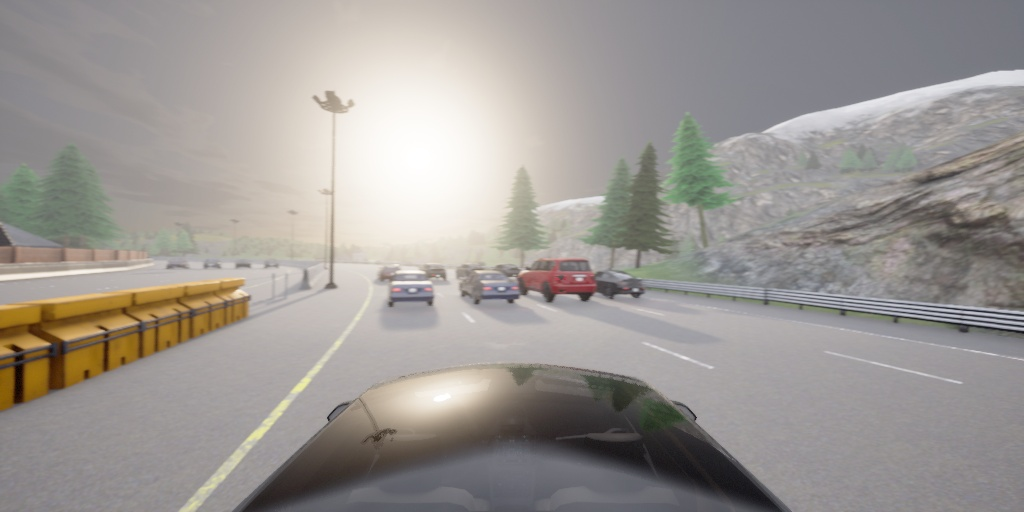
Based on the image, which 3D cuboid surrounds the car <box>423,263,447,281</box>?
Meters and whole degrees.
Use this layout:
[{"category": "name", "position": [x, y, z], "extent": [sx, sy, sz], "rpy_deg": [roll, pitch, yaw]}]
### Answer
[{"category": "car", "position": [-7.133, 1.392, 32.021], "extent": [1.837, 1.490, 4.892], "rpy_deg": [1, 0, -24]}]

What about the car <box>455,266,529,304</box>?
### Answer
[{"category": "car", "position": [-1.233, 1.395, 17.012], "extent": [2.033, 1.411, 5.357], "rpy_deg": [1, 0, -19]}]

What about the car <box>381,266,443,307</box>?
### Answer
[{"category": "car", "position": [-4.548, 1.345, 15.891], "extent": [2.033, 1.411, 5.357], "rpy_deg": [1, 0, -19]}]

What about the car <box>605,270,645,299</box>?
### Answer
[{"category": "car", "position": [5.267, 1.475, 19.629], "extent": [1.812, 1.442, 4.674], "rpy_deg": [1, 0, -19]}]

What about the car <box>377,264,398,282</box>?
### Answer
[{"category": "car", "position": [-10.325, 1.398, 30.580], "extent": [1.994, 1.385, 4.181], "rpy_deg": [1, 0, -24]}]

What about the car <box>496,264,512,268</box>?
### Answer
[{"category": "car", "position": [-0.742, 1.494, 34.874], "extent": [1.837, 1.490, 4.892], "rpy_deg": [1, 0, -24]}]

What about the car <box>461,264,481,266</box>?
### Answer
[{"category": "car", "position": [-3.938, 1.443, 33.448], "extent": [1.837, 1.490, 4.892], "rpy_deg": [1, 0, -24]}]

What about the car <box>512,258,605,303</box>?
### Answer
[{"category": "car", "position": [2.079, 1.115, 18.157], "extent": [2.150, 2.045, 5.566], "rpy_deg": [1, 0, -19]}]
